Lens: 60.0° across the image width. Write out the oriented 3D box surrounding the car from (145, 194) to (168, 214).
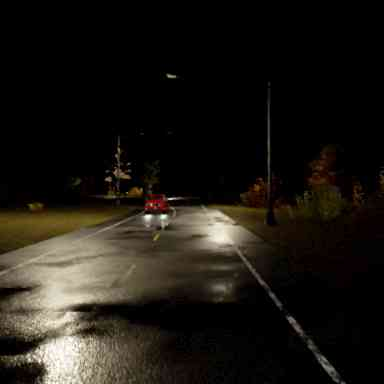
[{"bbox_3d":[-3.802,1.243,36.090,2.150,2.045,5.566,0,0,-3],"label":"car"}]
